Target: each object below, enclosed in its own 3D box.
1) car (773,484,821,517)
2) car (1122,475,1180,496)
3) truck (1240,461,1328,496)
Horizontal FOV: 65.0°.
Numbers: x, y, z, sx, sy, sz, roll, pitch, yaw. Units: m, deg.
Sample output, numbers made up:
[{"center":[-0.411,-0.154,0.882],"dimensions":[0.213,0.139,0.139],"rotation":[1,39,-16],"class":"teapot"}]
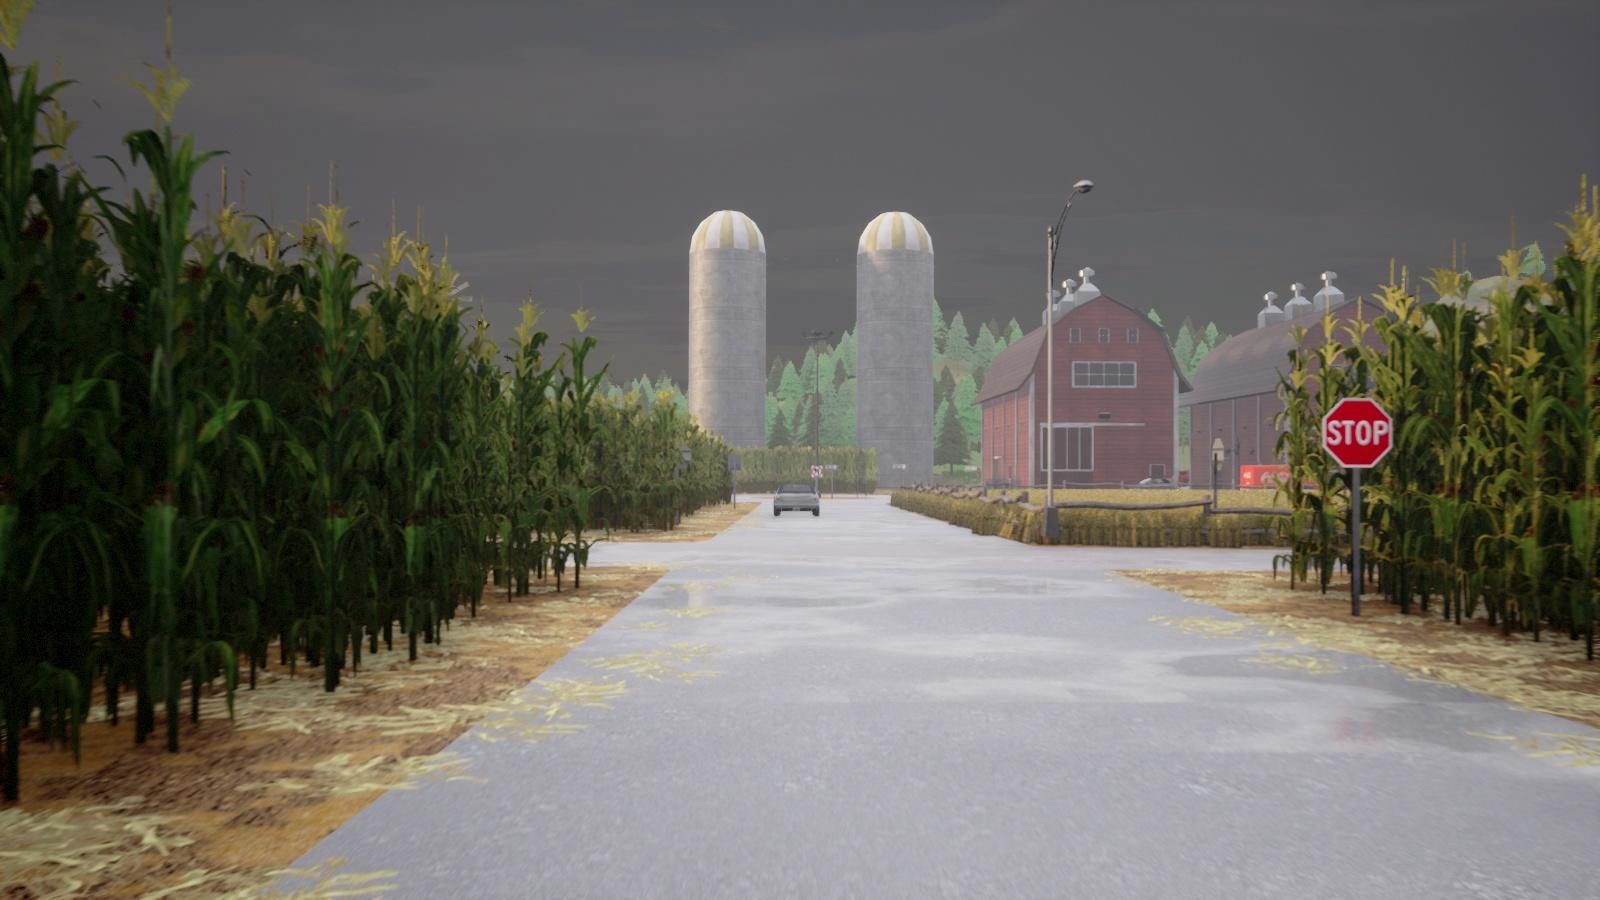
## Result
[{"center":[-0.124,2.047,51.689],"dimensions":[1.895,1.301,4.718],"rotation":[0,-1,0],"class":"car"},{"center":[25.720,2.609,92.060],"dimensions":[3.633,1.501,1.845],"rotation":[0,-1,-4],"class":"car"},{"center":[34.290,2.025,89.126],"dimensions":[5.204,2.467,2.627],"rotation":[0,-1,-4],"class":"truck"}]
